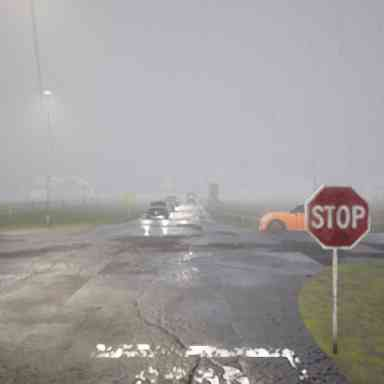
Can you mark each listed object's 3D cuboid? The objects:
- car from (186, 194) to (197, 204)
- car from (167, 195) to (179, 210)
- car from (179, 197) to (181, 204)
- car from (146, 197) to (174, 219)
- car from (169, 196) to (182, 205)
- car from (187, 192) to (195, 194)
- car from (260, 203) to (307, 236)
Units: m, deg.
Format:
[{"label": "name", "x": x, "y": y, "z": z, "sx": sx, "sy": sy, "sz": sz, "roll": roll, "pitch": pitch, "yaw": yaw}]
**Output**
[{"label": "car", "x": -0.160, "y": 1.489, "z": 61.006, "sx": 2.033, "sy": 1.411, "sz": 5.357, "roll": 0, "pitch": 0, "yaw": 0}, {"label": "car", "x": -2.925, "y": 1.460, "z": 38.525, "sx": 2.128, "sy": 1.511, "sz": 4.902, "roll": 0, "pitch": 0, "yaw": 0}, {"label": "car", "x": -2.941, "y": 1.309, "z": 48.536, "sx": 2.097, "sy": 1.767, "sz": 4.553, "roll": 0, "pitch": 0, "yaw": 0}, {"label": "car", "x": -2.896, "y": 1.482, "z": 29.395, "sx": 1.837, "sy": 1.490, "sz": 4.892, "roll": 0, "pitch": 0, "yaw": 0}, {"label": "car", "x": -2.958, "y": 1.490, "z": 60.212, "sx": 2.033, "sy": 1.411, "sz": 5.357, "roll": 0, "pitch": 0, "yaw": 0}, {"label": "car", "x": -0.188, "y": 0.985, "z": 71.454, "sx": 2.150, "sy": 2.045, "sz": 5.566, "roll": 0, "pitch": 0, "yaw": 0}, {"label": "car", "x": 5.908, "y": 1.356, "z": 17.519, "sx": 4.553, "sy": 1.767, "sz": 2.097, "roll": 0, "pitch": 0, "yaw": 14}]
